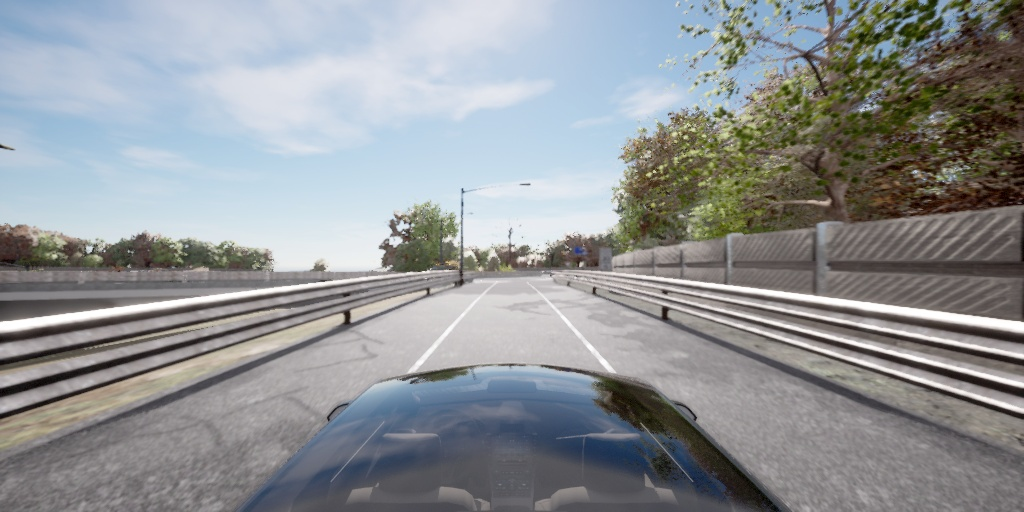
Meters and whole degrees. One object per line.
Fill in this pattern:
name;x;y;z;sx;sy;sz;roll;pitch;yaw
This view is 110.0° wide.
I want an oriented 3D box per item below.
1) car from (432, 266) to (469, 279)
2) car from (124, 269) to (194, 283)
car;-8.260;2.327;48.135;2.150;2.045;5.566;-2;-3;42
car;-29.266;1.746;29.892;4.181;1.385;1.994;2;-3;-33
